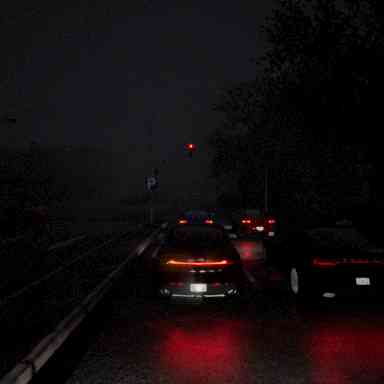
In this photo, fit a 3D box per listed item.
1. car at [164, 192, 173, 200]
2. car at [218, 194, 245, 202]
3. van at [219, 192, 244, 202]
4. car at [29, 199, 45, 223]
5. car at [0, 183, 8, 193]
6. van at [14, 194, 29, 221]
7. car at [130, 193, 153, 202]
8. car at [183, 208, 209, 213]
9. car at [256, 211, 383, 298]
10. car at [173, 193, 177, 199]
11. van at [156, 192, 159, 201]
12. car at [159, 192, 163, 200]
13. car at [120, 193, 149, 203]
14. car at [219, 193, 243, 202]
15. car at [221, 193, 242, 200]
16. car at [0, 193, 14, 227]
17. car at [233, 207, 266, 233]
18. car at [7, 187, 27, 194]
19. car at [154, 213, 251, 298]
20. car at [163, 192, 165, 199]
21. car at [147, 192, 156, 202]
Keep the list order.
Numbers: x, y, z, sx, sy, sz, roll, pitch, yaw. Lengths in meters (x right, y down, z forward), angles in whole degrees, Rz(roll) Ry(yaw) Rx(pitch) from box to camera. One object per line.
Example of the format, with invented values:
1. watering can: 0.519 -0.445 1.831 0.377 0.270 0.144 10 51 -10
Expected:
1. car: -8.086 1.357 86.675 4.674 1.452 2.002 -1 0 -12
2. car: 8.504 1.264 71.227 5.366 1.575 1.946 1 0 -13
3. van: 7.558 1.042 65.268 4.442 1.987 1.878 1 0 -14
4. car: -13.525 1.403 24.957 4.553 1.767 2.185 -1 0 -19
5. car: -30.934 -0.426 53.767 2.435 2.045 5.566 6 -3 -19
6. van: -13.513 1.297 21.979 4.442 1.987 1.878 -1 0 -19
7. car: -10.416 1.196 68.694 4.553 1.767 2.185 -1 0 -14
8. car: 0.216 1.551 17.660 1.812 1.442 4.674 0 0 1
9. car: 3.140 1.488 8.573 1.882 1.535 5.008 0 0 0
10. car: -7.623 1.064 89.679 5.566 2.045 2.435 -1 0 -12
11. van: -9.938 1.093 71.732 4.442 1.987 1.878 -1 0 -14
12. car: -9.697 1.321 74.703 4.892 1.521 2.231 -1 0 -13
13. car: -11.180 1.358 62.754 4.792 1.488 2.163 -1 0 -15
14. car: 7.955 1.141 68.236 4.553 1.767 2.185 1 0 -13
15. car: 9.809 1.129 82.927 4.553 1.767 2.185 1 0 -12
16. car: -13.643 1.267 18.943 5.566 2.045 2.435 -1 0 -19
17. car: 3.235 1.550 17.913 1.812 1.442 4.674 0 0 1
18. car: -27.940 0.137 53.694 2.002 1.452 4.674 6 -3 -19
19. car: 0.139 1.515 8.536 1.837 1.490 4.892 0 0 0
20. car: -9.311 1.359 77.696 4.674 1.452 2.002 -1 0 -13
21. car: -10.522 1.315 65.743 5.366 1.575 1.946 -1 0 -14
